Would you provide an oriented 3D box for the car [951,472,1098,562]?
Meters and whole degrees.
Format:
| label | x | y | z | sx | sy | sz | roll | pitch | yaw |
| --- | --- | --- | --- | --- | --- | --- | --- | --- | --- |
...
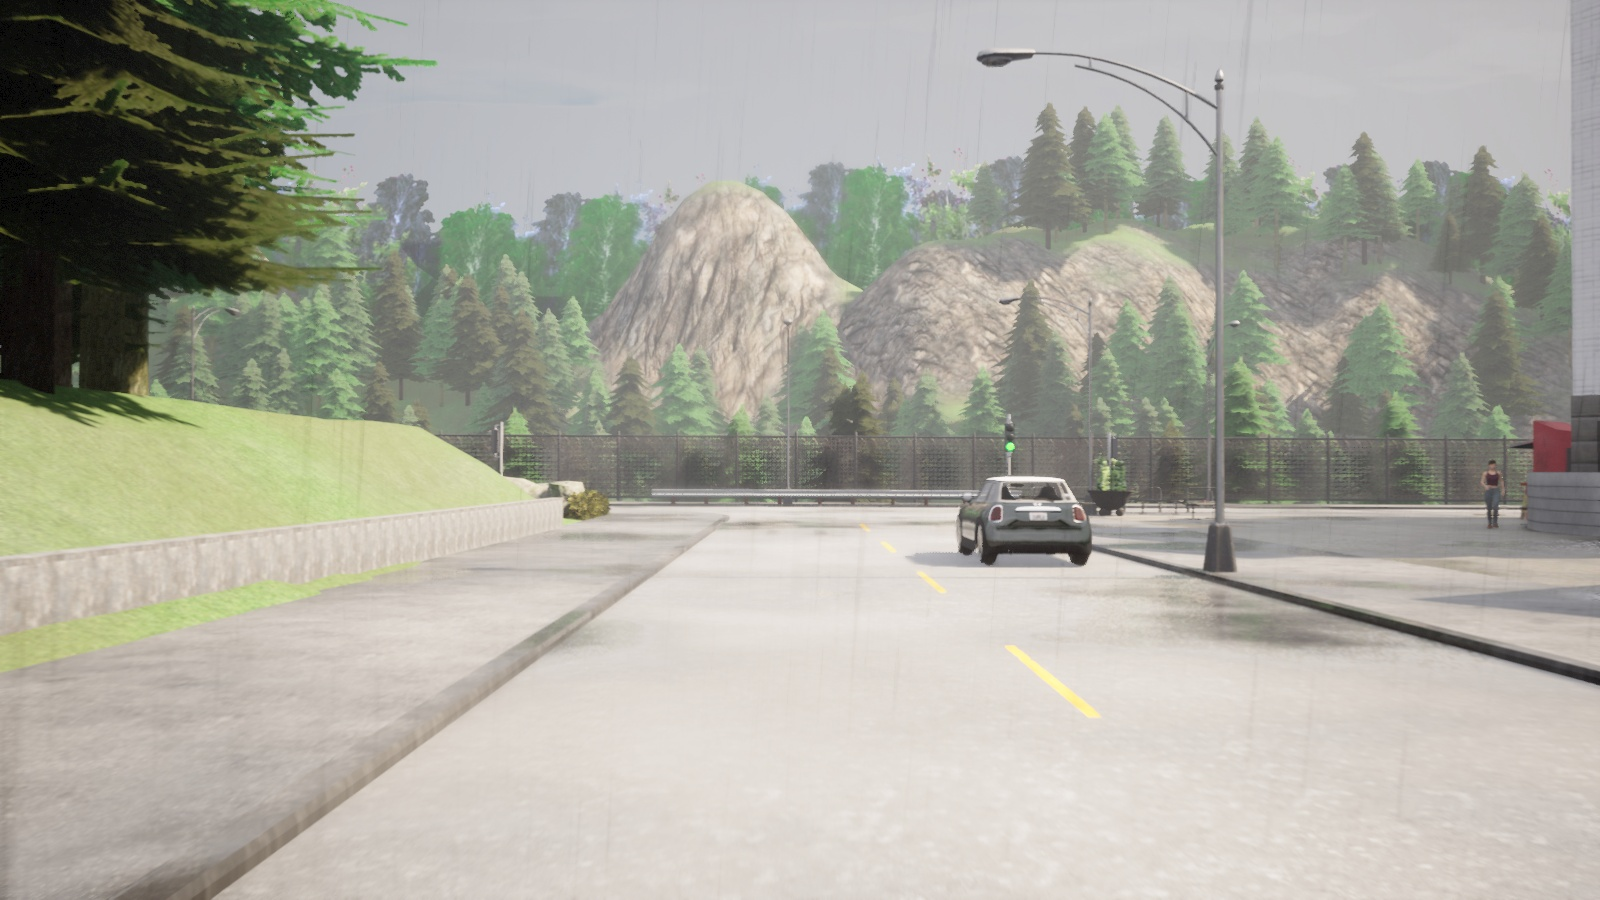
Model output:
| label | x | y | z | sx | sy | sz | roll | pitch | yaw |
| --- | --- | --- | --- | --- | --- | --- | --- | --- | --- |
| car | 3.948 | 1.145 | 22.732 | 1.970 | 1.475 | 3.806 | 0 | -1 | 0 |

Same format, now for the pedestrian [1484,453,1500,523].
| label | x | y | z | sx | sy | sz | roll | pitch | yaw |
| --- | --- | --- | --- | --- | --- | --- | --- | --- | --- |
| pedestrian | 18.360 | 1.009 | 33.343 | 0.345 | 1.836 | 0.594 | -1 | -1 | 28 |
